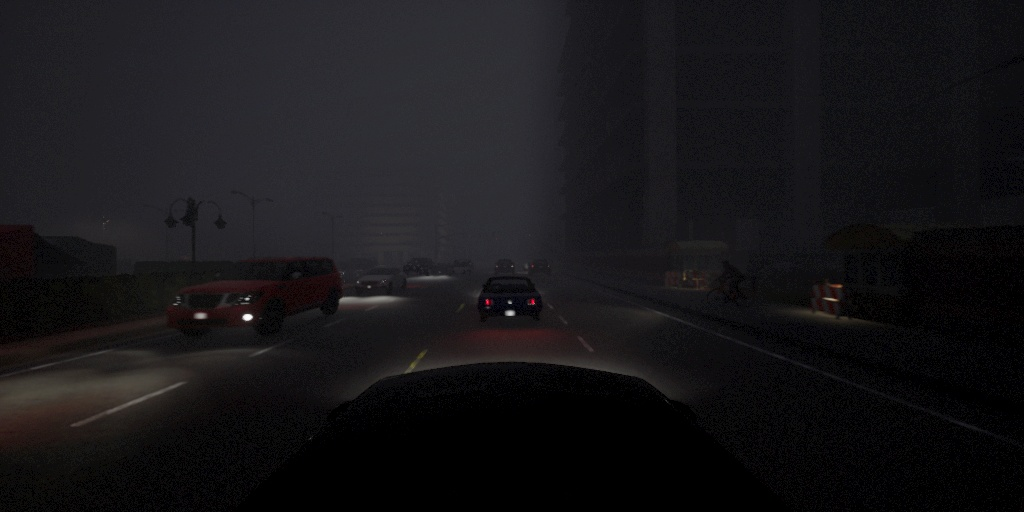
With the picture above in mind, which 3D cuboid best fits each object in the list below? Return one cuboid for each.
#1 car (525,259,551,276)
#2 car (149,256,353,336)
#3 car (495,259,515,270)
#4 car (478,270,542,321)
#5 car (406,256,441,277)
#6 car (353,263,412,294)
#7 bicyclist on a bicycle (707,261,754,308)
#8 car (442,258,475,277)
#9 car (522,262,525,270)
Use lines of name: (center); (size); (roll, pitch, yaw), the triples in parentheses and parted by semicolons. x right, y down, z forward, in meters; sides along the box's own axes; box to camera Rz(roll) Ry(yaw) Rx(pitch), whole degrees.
car: (2.802, 1.067, 37.406); (2.097, 1.767, 4.553); (-1, 0, -1)
car: (-7.286, 1.036, 11.073); (2.150, 2.045, 5.566); (-1, 0, -1)
car: (-0.773, 1.099, 38.824); (2.097, 1.767, 4.553); (-1, 0, -1)
car: (-0.107, 1.350, 12.501); (1.895, 1.301, 4.718); (-1, 0, -1)
car: (-7.631, 0.782, 29.911); (2.097, 1.767, 4.553); (-1, 0, -1)
car: (-7.510, 1.339, 21.020); (1.812, 1.442, 4.674); (-1, 0, -2)
bicyclist on a bicycle: (7.450, 0.982, 12.231); (1.656, 1.620, 0.582); (-1, 0, -1)
car: (-4.129, 0.920, 29.964); (2.128, 1.511, 4.902); (-1, 0, -1)
car: (2.503, 1.241, 49.306); (1.812, 1.442, 4.674); (-1, 0, -1)
